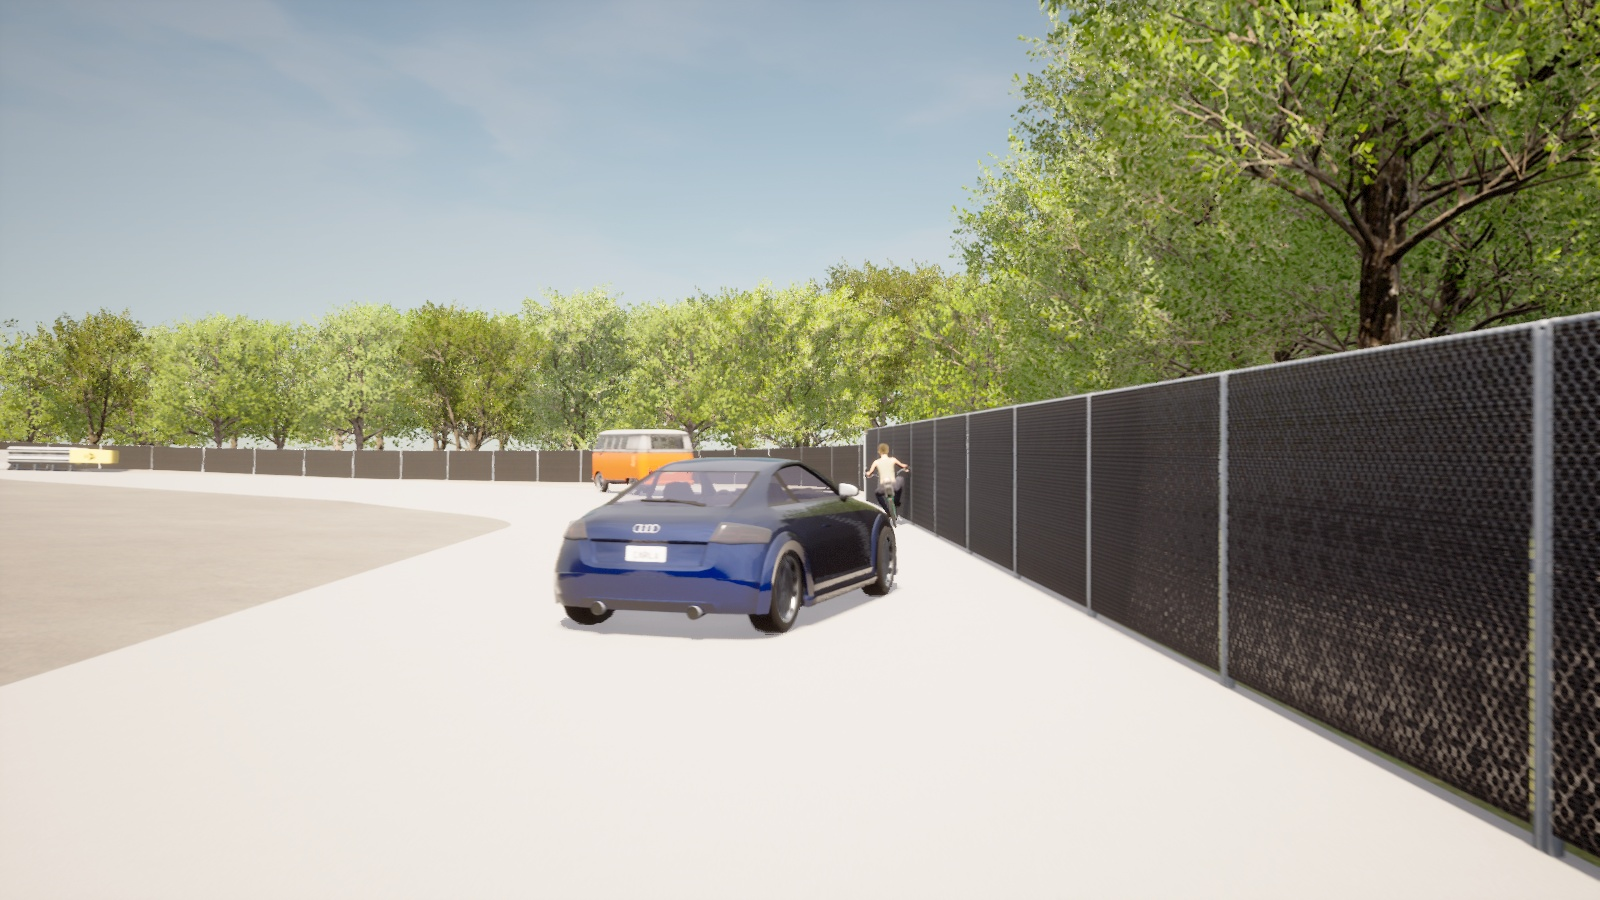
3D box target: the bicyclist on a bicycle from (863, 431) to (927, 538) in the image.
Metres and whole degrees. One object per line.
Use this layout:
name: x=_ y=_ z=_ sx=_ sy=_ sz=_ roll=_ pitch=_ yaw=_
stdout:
bicyclist on a bicycle: x=1.779 y=0.623 z=23.343 sx=0.866 sy=1.612 sz=1.509 roll=-8 pitch=9 yaw=9

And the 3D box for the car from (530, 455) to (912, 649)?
car: x=-0.476 y=0.757 z=11.529 sx=1.994 sy=1.385 sz=4.181 roll=0 pitch=0 yaw=20

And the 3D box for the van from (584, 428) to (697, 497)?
van: x=-4.944 y=0.352 z=38.466 sx=1.775 sy=1.987 sz=4.442 roll=0 pitch=0 yaw=-31
